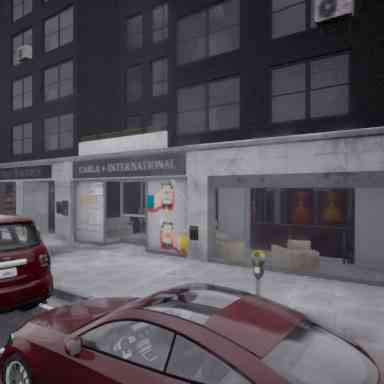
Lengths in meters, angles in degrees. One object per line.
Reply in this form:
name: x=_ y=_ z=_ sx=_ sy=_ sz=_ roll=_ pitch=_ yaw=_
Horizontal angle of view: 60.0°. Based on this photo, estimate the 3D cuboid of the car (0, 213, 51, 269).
car: x=-4.743 y=1.315 z=6.440 sx=5.009 sy=1.841 sz=2.192 roll=0 pitch=0 yaw=35

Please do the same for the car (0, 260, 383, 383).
car: x=-0.128 y=1.582 z=3.163 sx=4.206 sy=1.307 sz=1.802 roll=0 pitch=0 yaw=35
